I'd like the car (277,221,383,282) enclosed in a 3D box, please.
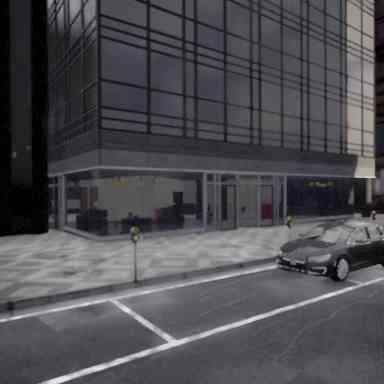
[{"bbox_3d":[4.323,1.546,9.622,4.403,1.369,2.008,0,0,-35],"label":"car"}]
